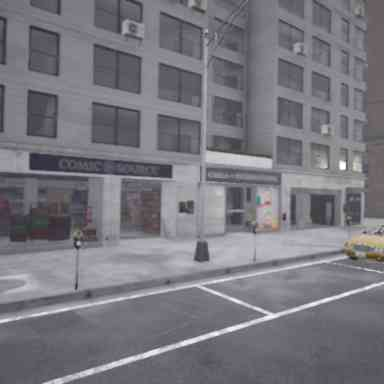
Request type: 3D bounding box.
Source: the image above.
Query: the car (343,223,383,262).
[{"bbox_3d":[7.342,1.698,12.003,4.829,1.417,1.752,1,0,-36],"label":"car"}]
